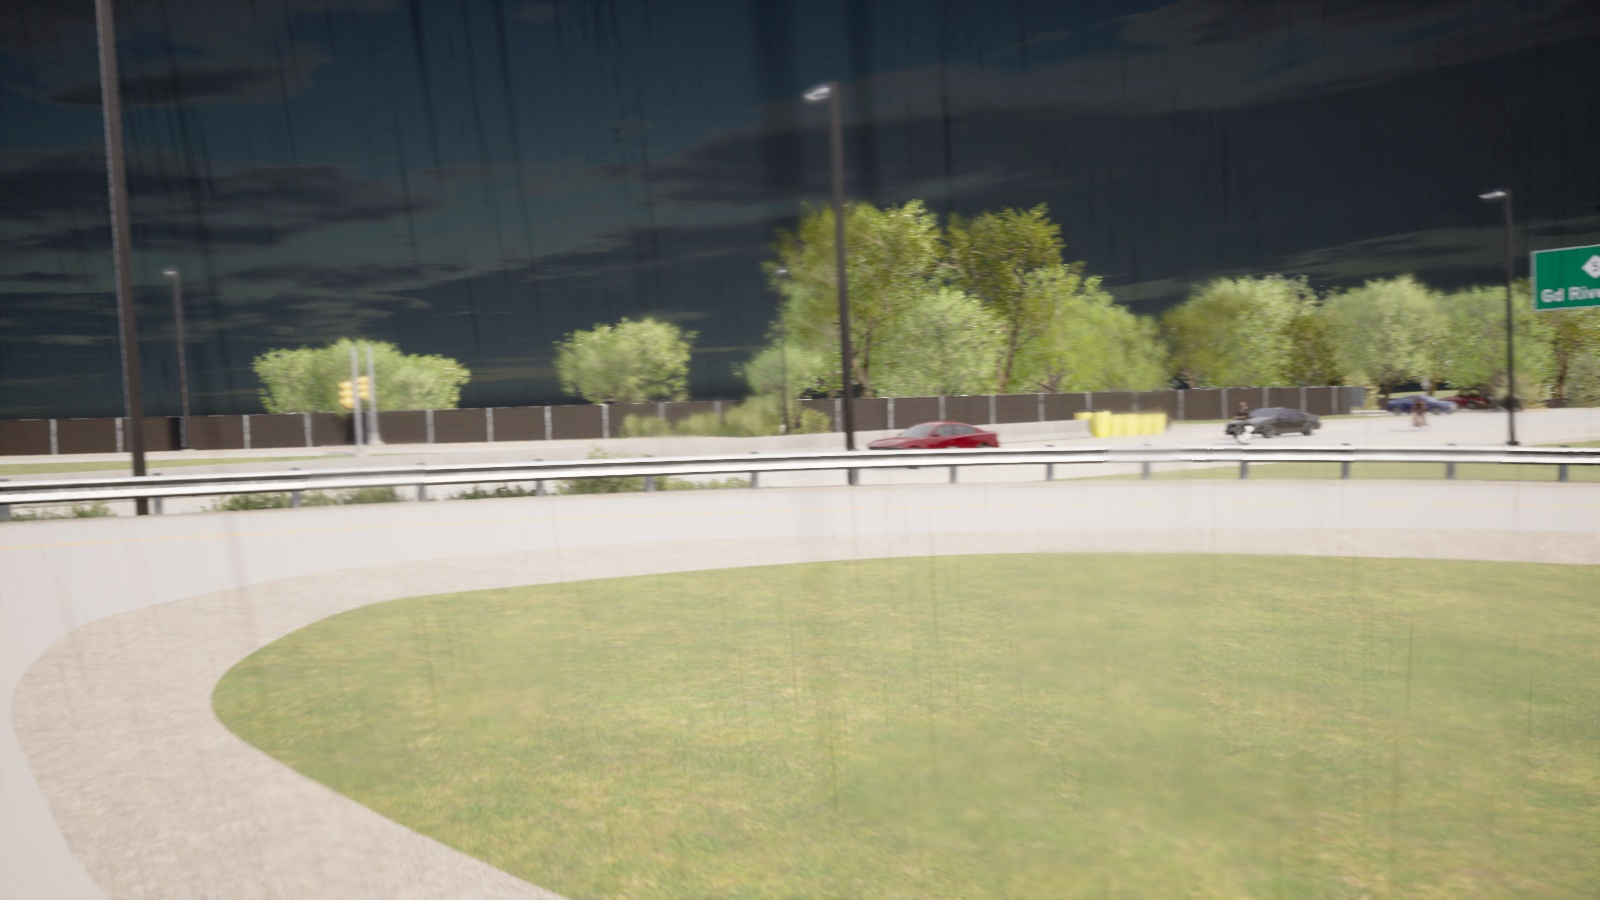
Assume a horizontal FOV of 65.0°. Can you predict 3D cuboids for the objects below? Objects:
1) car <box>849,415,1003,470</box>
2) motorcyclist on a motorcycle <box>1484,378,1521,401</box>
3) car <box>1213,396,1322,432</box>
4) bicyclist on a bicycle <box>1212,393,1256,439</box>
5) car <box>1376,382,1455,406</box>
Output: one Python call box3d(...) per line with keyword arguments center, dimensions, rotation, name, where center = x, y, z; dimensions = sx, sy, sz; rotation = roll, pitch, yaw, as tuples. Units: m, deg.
box3d(center=(4.240, -0.282, 41.837), dimensions=(5.008, 1.535, 1.882), rotation=(-4, 3, -35), name="car")
box3d(center=(48.314, -4.157, 86.397), dimensions=(0.797, 1.523, 2.044), rotation=(-5, 3, -32), name="motorcyclist on a motorcycle")
box3d(center=(21.730, -1.686, 58.306), dimensions=(5.357, 1.411, 2.033), rotation=(-4, 3, -35), name="car")
box3d(center=(17.719, -1.398, 51.240), dimensions=(1.843, 1.776, 0.659), rotation=(-4, 3, -35), name="bicyclist on a bicycle")
box3d(center=(43.063, -3.921, 87.948), dimensions=(1.812, 1.442, 4.674), rotation=(-5, 3, -35), name="car")
